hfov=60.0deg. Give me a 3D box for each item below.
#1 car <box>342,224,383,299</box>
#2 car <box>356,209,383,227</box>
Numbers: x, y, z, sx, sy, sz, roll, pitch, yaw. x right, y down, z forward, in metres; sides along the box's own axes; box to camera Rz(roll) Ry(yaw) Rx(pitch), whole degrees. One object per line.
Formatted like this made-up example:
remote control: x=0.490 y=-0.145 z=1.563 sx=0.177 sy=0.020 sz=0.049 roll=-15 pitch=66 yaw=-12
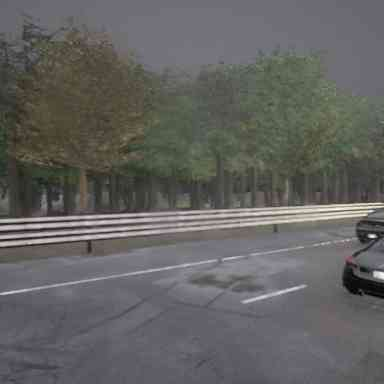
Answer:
car: x=5.259 y=1.558 z=7.488 sx=4.181 sy=1.385 sz=1.994 roll=0 pitch=0 yaw=-35
car: x=9.053 y=1.485 z=14.491 sx=4.892 sy=1.490 sz=1.837 roll=0 pitch=0 yaw=-35
